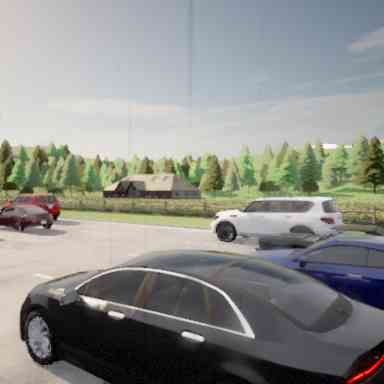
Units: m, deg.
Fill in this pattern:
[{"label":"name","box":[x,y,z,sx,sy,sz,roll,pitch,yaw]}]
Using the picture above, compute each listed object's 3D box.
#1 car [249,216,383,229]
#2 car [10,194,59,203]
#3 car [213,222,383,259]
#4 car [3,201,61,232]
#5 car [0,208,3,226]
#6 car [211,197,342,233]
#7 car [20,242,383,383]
[{"label":"car","box":[4.263,1.599,9.550,4.718,1.301,1.895,0,0,36]},{"label":"car","box":[-12.505,1.191,25.816,5.566,2.045,2.150,0,0,35]},{"label":"car","box":[2.904,1.524,6.223,4.674,1.442,1.812,0,0,35]},{"label":"car","box":[-10.102,1.502,19.786,4.674,1.442,1.812,0,0,35]},{"label":"car","box":[-12.008,1.468,16.862,4.902,1.511,2.128,0,0,35]},{"label":"car","box":[3.514,1.215,14.387,5.566,2.045,2.150,0,0,36]},{"label":"car","box":[-0.257,1.502,4.176,4.892,1.490,1.837,0,0,36]}]
